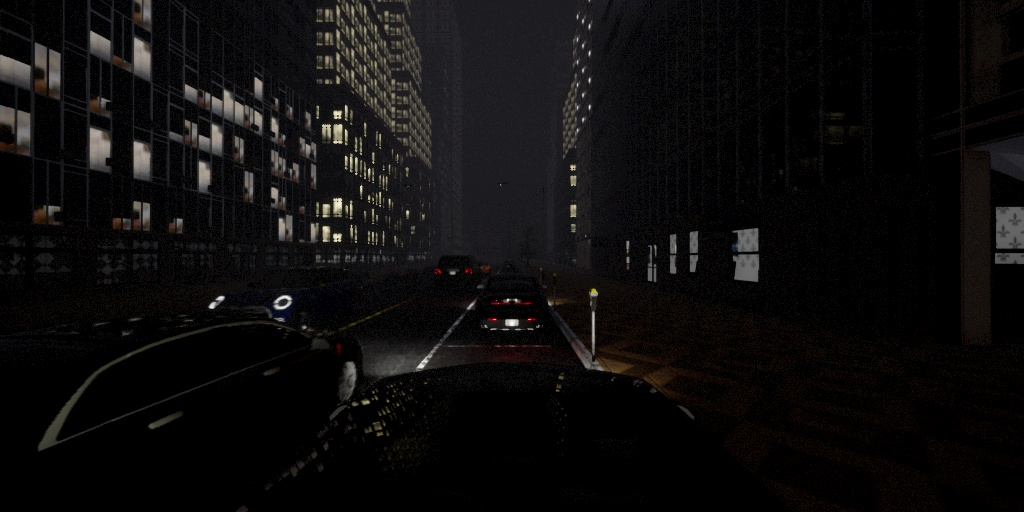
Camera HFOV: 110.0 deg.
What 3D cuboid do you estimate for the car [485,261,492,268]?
[{"bbox_3d":[-3.148,1.193,38.780,1.801,1.575,5.366,0,0,0],"label":"car"}]

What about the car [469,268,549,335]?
[{"bbox_3d":[0.000,1.253,10.499,1.837,1.490,4.892,0,0,0],"label":"car"}]

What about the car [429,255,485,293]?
[{"bbox_3d":[-3.045,0.968,21.096,2.150,2.045,5.566,0,0,0],"label":"car"}]

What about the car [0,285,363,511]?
[{"bbox_3d":[-3.045,1.256,3.203,1.837,1.490,4.892,0,0,0],"label":"car"}]

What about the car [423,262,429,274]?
[{"bbox_3d":[-8.836,1.286,40.419,2.007,1.370,4.403,0,0,0],"label":"car"}]

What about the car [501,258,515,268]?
[{"bbox_3d":[-0.455,1.298,46.099,1.948,1.339,4.313,0,0,0],"label":"car"}]

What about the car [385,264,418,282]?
[{"bbox_3d":[-8.836,1.325,29.033,1.802,1.307,4.207,0,0,0],"label":"car"}]

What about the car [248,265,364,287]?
[{"bbox_3d":[-6.245,1.101,10.421,2.097,1.767,4.553,0,0,0],"label":"car"}]
